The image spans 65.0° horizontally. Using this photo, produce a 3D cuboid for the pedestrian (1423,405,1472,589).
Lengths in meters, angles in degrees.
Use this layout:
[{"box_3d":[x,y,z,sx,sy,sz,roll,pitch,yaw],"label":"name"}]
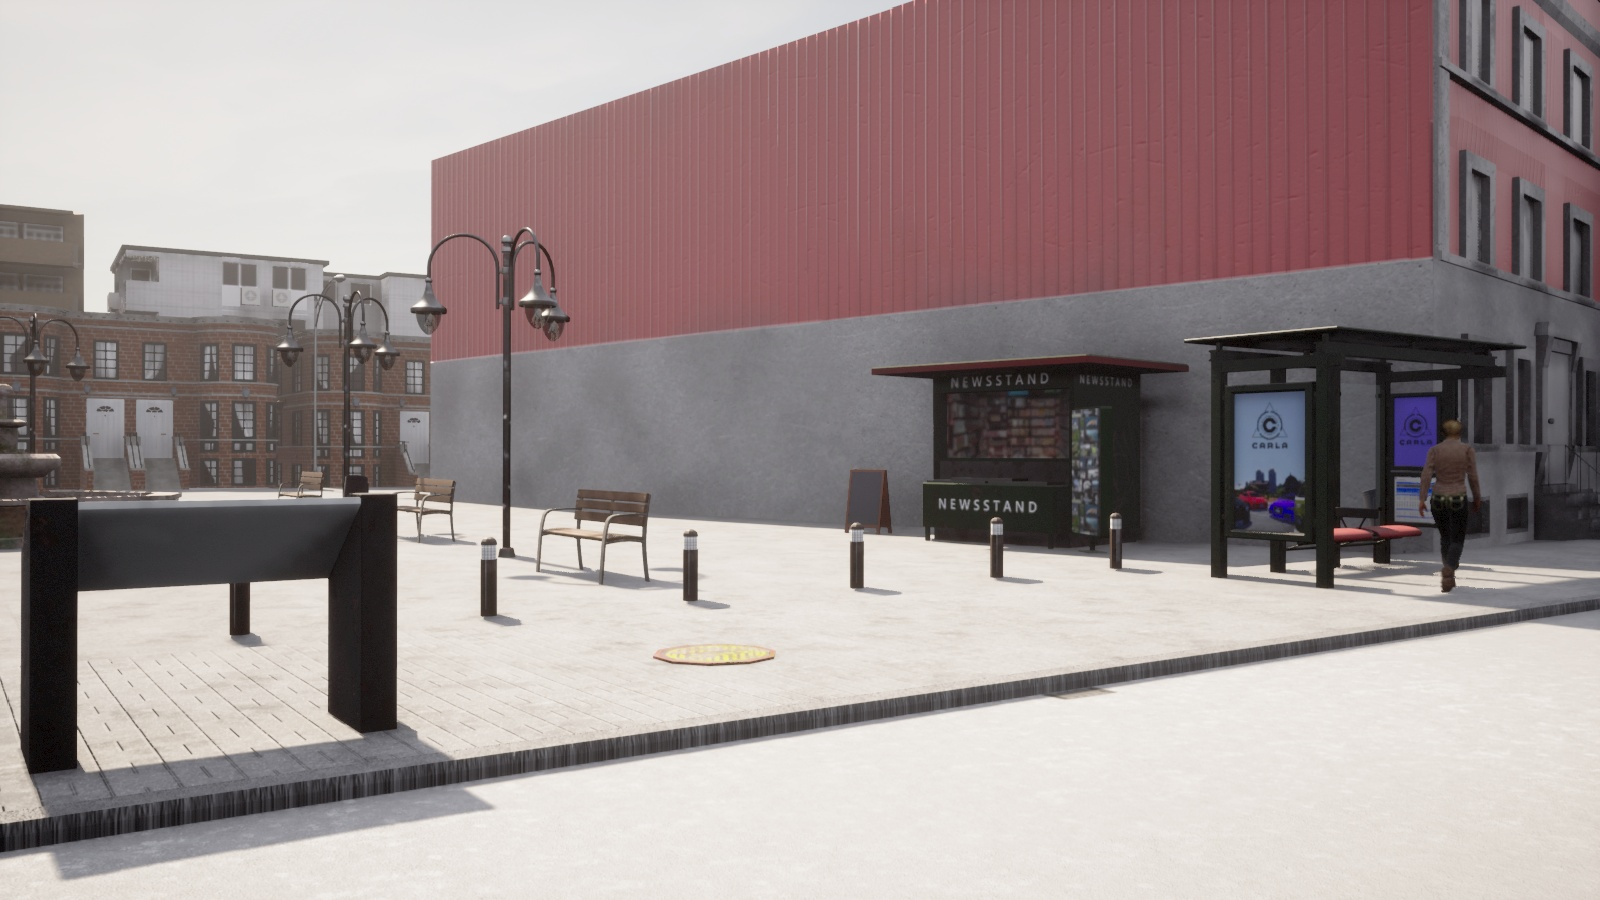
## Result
[{"box_3d":[6.682,0.470,12.945,0.331,1.846,0.634,0,0,38],"label":"pedestrian"}]
